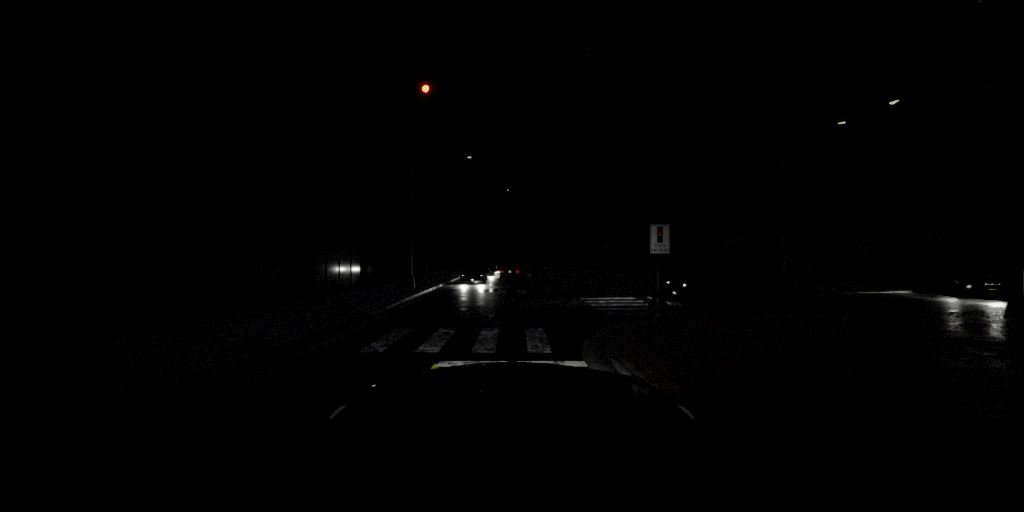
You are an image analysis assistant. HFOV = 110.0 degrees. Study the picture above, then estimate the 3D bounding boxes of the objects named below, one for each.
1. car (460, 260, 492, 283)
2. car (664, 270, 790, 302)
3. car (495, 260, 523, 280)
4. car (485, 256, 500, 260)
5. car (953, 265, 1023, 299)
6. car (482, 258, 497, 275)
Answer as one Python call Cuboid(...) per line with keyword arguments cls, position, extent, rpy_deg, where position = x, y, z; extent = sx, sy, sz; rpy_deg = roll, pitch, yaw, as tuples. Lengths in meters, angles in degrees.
Cuboid(cls="car", position=(-2.883, 1.303, 28.057), extent=(2.033, 1.411, 5.357), rpy_deg=(0, 0, -1))
Cuboid(cls="car", position=(9.335, 1.289, 15.850), extent=(4.718, 1.301, 1.895), rpy_deg=(0, 0, -3))
Cuboid(cls="car", position=(-0.063, 1.305, 31.224), extent=(2.033, 1.411, 5.357), rpy_deg=(0, 0, 2))
Cuboid(cls="car", position=(-2.873, 0.996, 48.987), extent=(2.150, 2.045, 5.566), rpy_deg=(0, 0, 0))
Cuboid(cls="car", position=(22.787, 1.122, 15.980), extent=(4.892, 1.490, 1.837), rpy_deg=(0, 0, 0))
Cuboid(cls="car", position=(-2.875, 1.268, 38.465), extent=(1.837, 1.490, 4.892), rpy_deg=(0, 0, 0))
